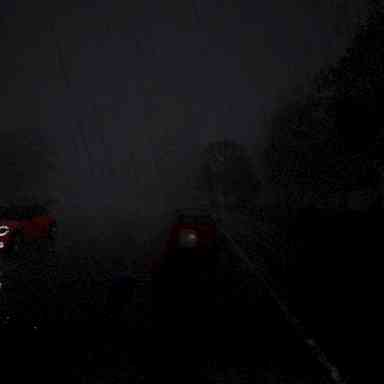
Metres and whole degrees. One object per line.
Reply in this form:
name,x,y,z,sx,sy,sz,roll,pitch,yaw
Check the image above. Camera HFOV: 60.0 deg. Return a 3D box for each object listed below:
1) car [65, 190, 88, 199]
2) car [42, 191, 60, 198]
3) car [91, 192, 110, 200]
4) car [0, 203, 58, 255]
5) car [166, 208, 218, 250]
car,-24.242,0.806,70.915,5.357,1.411,2.033,2,-1,40
car,-32.773,0.483,77.195,5.008,1.535,1.882,2,-1,30
car,-19.597,0.788,71.397,4.553,1.767,2.097,2,-1,40
car,-7.031,1.268,12.915,2.097,1.767,4.553,0,0,1
car,0.001,1.389,13.850,1.882,1.535,5.008,0,0,0
